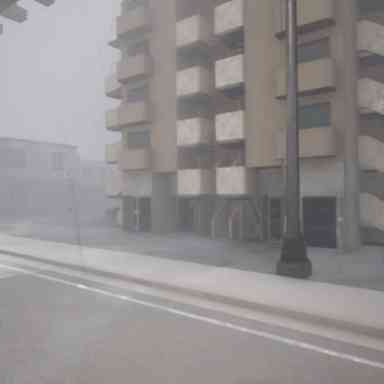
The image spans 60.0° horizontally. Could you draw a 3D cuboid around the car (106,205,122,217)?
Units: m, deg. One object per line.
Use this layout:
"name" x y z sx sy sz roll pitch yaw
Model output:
"car" -6.233 1.869 33.200 5.357 1.415 2.033 0 0 35
